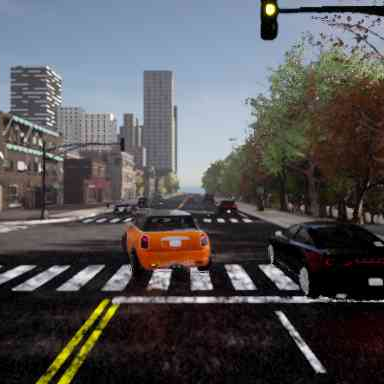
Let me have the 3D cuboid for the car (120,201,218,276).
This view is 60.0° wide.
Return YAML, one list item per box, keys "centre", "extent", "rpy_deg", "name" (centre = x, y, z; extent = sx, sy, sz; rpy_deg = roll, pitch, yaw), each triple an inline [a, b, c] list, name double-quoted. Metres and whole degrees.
- centre: [-0.993, 1.341, 10.642]
  extent: [2.097, 1.767, 4.553]
  rpy_deg: [0, 0, -15]
  name: "car"

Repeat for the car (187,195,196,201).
- centre: [-0.141, 1.286, 73.934]
  extent: [2.033, 1.411, 5.357]
  rpy_deg: [0, 0, 0]
  name: "car"

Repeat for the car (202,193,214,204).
- centre: [3.128, 1.148, 63.552]
  extent: [2.150, 2.045, 5.566]
  rpy_deg: [0, 0, 0]
  name: "car"

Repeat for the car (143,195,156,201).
- centre: [-6.664, 1.455, 46.538]
  extent: [1.837, 1.490, 4.892]
  rpy_deg: [0, 0, 0]
  name: "car"

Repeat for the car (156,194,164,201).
- centre: [-6.624, 1.277, 65.428]
  extent: [2.097, 1.767, 4.553]
  rpy_deg: [0, 0, 0]
  name: "car"

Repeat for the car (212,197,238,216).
- centre: [3.290, 1.470, 32.234]
  extent: [1.837, 1.490, 4.892]
  rpy_deg: [0, 0, 0]
  name: "car"

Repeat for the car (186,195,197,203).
- centre: [-0.122, 1.491, 63.932]
  extent: [1.994, 1.385, 4.181]
  rpy_deg: [0, 0, 0]
  name: "car"

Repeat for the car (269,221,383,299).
- centre: [3.332, 1.469, 8.516]
  extent: [1.882, 1.535, 5.008]
  rpy_deg: [0, 0, 0]
  name: "car"

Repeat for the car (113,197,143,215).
- centre: [-6.657, 1.455, 33.785]
  extent: [2.128, 1.511, 4.902]
  rpy_deg: [0, 0, 0]
  name: "car"
